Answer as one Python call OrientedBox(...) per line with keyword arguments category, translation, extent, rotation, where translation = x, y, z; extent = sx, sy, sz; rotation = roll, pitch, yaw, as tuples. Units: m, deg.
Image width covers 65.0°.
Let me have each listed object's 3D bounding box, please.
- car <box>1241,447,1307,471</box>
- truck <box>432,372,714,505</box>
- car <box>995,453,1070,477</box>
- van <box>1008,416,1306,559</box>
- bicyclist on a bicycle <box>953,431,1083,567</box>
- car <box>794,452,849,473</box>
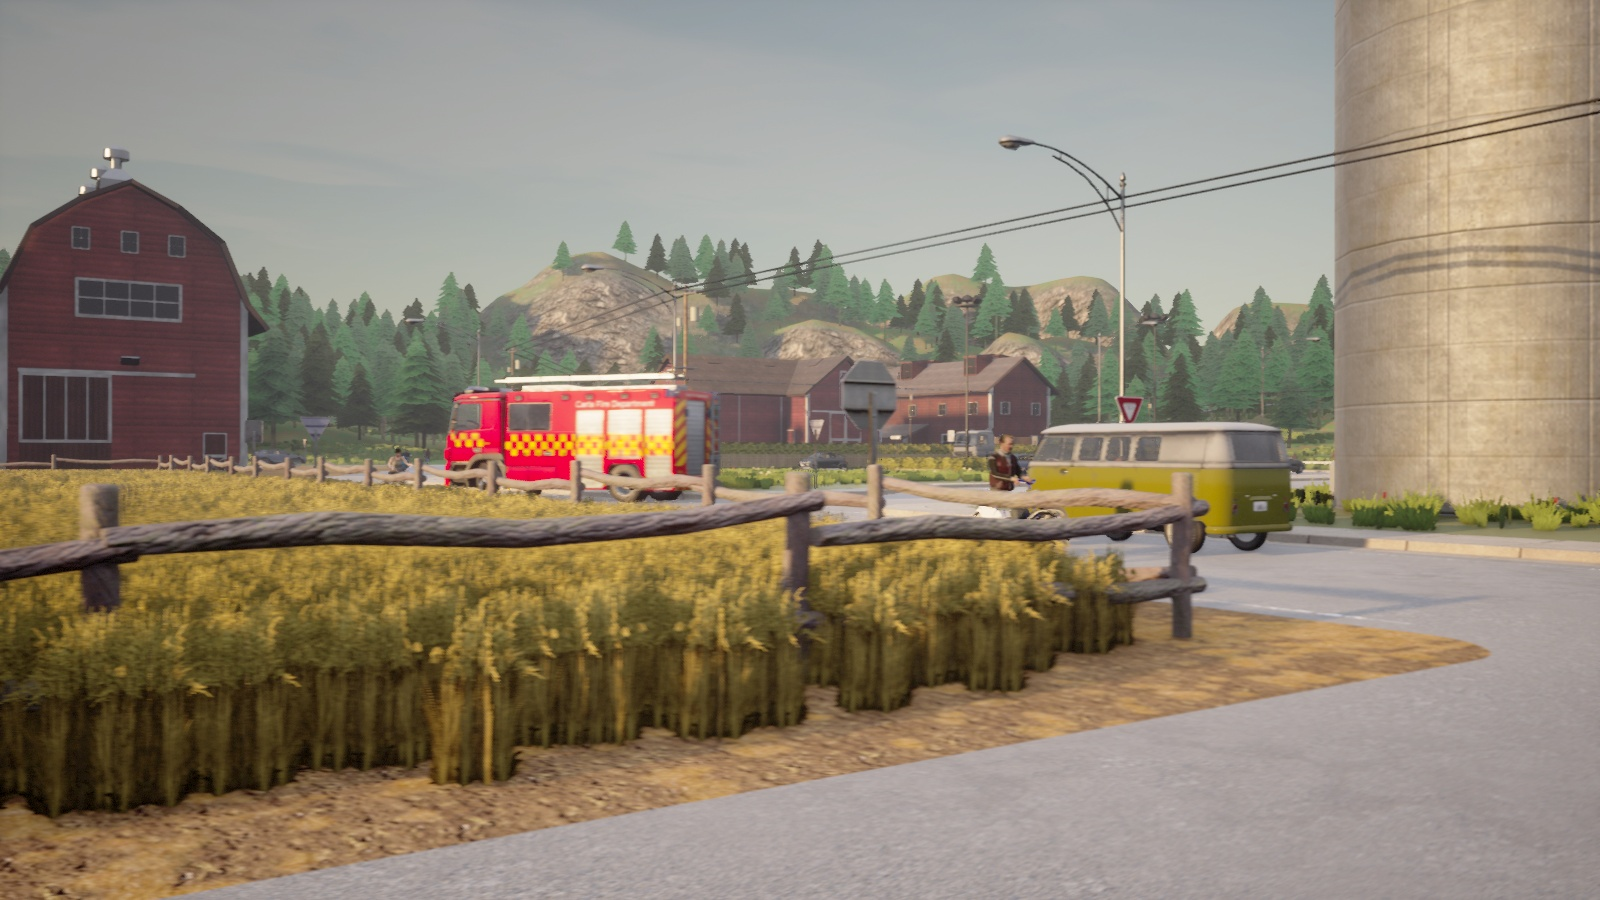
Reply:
OrientedBox(category="car", translation=(34.527, 0.648, 91.383), extent=(5.027, 1.651, 2.152), rotation=(0, 0, -37))
OrientedBox(category="truck", translation=(-7.117, -0.314, 39.126), extent=(8.468, 3.827, 2.891), rotation=(0, 0, 24))
OrientedBox(category="car", translation=(14.288, 0.900, 77.216), extent=(4.193, 1.474, 1.816), rotation=(0, 0, -22))
OrientedBox(category="van", translation=(5.491, 0.530, 19.875), extent=(1.775, 1.987, 4.442), rotation=(0, 0, -34))
OrientedBox(category="bicyclist on a bicycle", translation=(2.988, 0.648, 17.394), extent=(0.659, 1.776, 1.843), rotation=(0, 0, -35))
OrientedBox(category="car", translation=(1.622, 0.932, 93.516), extent=(3.705, 1.549, 1.789), rotation=(0, 0, -35))
